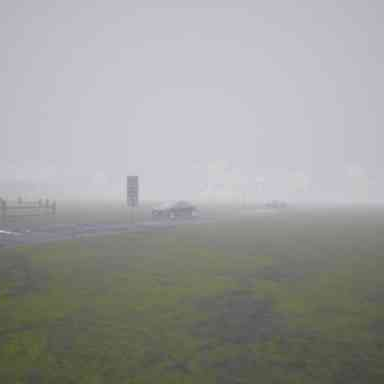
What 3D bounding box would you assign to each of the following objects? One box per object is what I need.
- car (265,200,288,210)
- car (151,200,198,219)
[{"bbox_3d":[12.032,1.795,47.382,1.895,1.301,4.718,0,0,36],"label":"car"},{"bbox_3d":[-1.430,1.453,28.616,1.882,1.535,5.008,0,0,35],"label":"car"}]
